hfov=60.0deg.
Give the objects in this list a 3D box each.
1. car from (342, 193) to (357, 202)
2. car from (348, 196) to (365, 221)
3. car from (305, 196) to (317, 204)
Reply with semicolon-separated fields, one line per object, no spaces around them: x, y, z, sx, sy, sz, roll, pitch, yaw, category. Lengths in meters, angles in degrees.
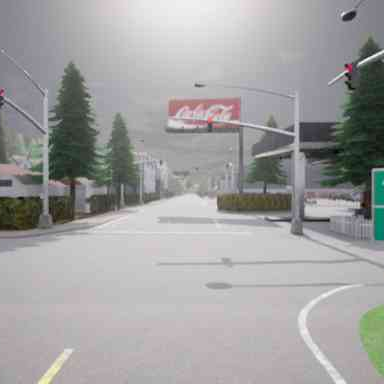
34.944;1.441;71.929;2.007;1.523;4.514;0;0;0;car
14.381;1.488;25.082;3.866;1.878;1.905;0;0;0;car
22.536;1.509;64.145;1.970;1.475;3.806;0;0;0;car
